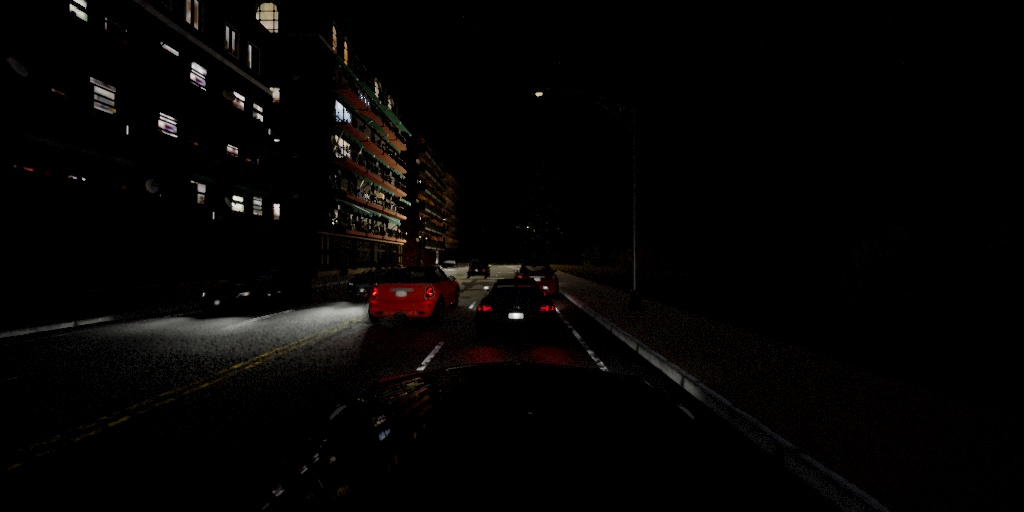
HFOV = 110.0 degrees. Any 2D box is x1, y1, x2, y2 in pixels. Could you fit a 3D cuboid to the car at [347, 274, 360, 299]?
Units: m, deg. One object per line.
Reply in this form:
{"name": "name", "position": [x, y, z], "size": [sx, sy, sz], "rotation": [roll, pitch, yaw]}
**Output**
{"name": "car", "position": [-6.573, 1.244, 18.167], "size": [2.128, 1.511, 4.902], "rotation": [0, 0, 0]}

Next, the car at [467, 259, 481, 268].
{"name": "car", "position": [-6.478, 1.260, 60.923], "size": [1.837, 1.490, 4.892], "rotation": [0, -1, 0]}

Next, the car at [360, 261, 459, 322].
{"name": "car", "position": [-3.138, 1.105, 12.375], "size": [2.097, 1.767, 4.553], "rotation": [0, 0, 1]}

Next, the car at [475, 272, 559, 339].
{"name": "car", "position": [0.109, 1.316, 10.061], "size": [1.994, 1.385, 4.181], "rotation": [0, 0, 1]}

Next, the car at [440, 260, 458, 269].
{"name": "car", "position": [-9.754, 1.354, 55.729], "size": [1.895, 1.301, 4.718], "rotation": [0, 0, 0]}

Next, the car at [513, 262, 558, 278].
{"name": "car", "position": [1.165, 1.104, 18.640], "size": [2.097, 1.767, 4.553], "rotation": [0, 0, 0]}

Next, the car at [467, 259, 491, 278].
{"name": "car", "position": [-3.086, 1.302, 33.904], "size": [2.033, 1.411, 5.357], "rotation": [0, 0, 0]}

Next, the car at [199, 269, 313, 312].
{"name": "car", "position": [-9.828, 1.278, 14.275], "size": [1.812, 1.442, 4.674], "rotation": [0, 0, 0]}
